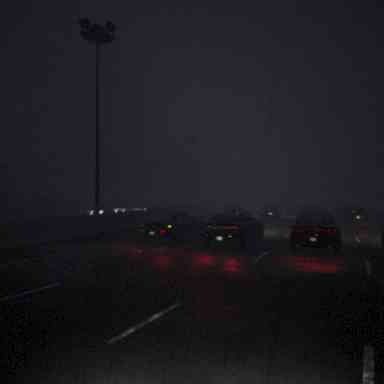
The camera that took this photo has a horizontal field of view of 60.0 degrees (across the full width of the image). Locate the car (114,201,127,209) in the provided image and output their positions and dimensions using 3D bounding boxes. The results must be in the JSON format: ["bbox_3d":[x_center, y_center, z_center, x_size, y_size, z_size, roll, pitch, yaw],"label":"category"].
[{"bbox_3d":[-12.252,2.203,57.413,1.994,1.385,4.181,0,-1,-7],"label":"car"}]

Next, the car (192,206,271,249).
[{"bbox_3d":[2.066,1.661,15.580,2.128,1.511,4.902,0,-1,23],"label":"car"}]

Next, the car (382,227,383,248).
[{"bbox_3d":[8.284,1.727,12.319,1.895,1.301,4.718,0,-1,24],"label":"car"}]

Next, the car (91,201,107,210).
[{"bbox_3d":[-15.491,2.221,55.352,1.895,1.301,4.718,0,-1,-6],"label":"car"}]

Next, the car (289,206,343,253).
[{"bbox_3d":[5.511,1.633,14.757,1.882,1.535,5.008,0,0,23],"label":"car"}]

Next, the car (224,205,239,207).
[{"bbox_3d":[3.783,1.885,31.317,2.033,1.411,5.357,0,-1,13],"label":"car"}]

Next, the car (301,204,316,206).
[{"bbox_3d":[10.840,1.851,30.979,1.812,1.442,4.674,0,0,12],"label":"car"}]

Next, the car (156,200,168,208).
[{"bbox_3d":[-5.297,2.130,58.140,2.128,1.511,4.902,0,-1,-6],"label":"car"}]

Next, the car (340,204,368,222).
[{"bbox_3d":[14.157,1.816,29.746,1.837,1.490,4.892,0,0,12],"label":"car"}]

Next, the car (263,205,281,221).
[{"bbox_3d":[7.364,1.900,31.447,1.994,1.385,4.181,0,-1,12],"label":"car"}]

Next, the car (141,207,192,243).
[{"bbox_3d":[-0.935,1.718,17.456,1.812,1.442,4.674,0,0,23],"label":"car"}]

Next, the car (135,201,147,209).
[{"bbox_3d":[-8.811,2.206,58.056,1.994,1.385,4.181,0,-1,-7],"label":"car"}]
